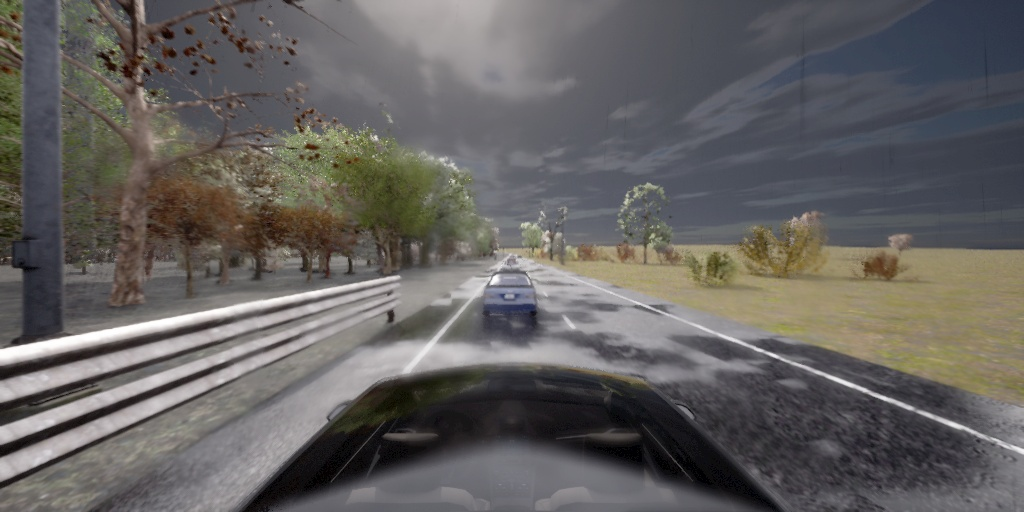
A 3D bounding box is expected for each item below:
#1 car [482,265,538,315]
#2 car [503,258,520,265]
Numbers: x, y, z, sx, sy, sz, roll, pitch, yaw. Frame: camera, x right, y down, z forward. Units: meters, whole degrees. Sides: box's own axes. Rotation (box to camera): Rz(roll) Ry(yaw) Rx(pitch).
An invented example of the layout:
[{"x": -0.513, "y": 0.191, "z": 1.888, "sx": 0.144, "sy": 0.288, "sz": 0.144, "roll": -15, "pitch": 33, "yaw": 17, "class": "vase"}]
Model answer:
[{"x": -0.061, "y": 1.249, "z": 13.276, "sx": 2.033, "sy": 1.411, "sz": 5.357, "roll": 0, "pitch": 0, "yaw": 0, "class": "car"}, {"x": -0.065, "y": 1.181, "z": 39.280, "sx": 1.895, "sy": 1.301, "sz": 4.718, "roll": 0, "pitch": 0, "yaw": 0, "class": "car"}]
